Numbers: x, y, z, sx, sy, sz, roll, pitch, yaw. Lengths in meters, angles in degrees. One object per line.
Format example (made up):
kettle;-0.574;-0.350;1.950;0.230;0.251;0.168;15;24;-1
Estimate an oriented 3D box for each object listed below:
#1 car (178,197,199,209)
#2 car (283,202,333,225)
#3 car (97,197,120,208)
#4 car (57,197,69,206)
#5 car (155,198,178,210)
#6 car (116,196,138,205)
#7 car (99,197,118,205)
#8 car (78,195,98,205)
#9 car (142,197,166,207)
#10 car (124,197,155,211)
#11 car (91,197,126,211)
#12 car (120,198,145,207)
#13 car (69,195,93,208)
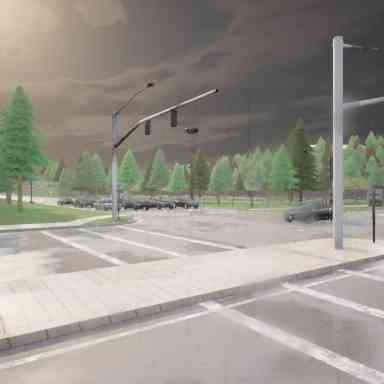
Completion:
car;-0.958;1.505;45.402;1.837;1.490;4.892;0;0;-35
car;8.696;1.505;24.051;4.892;1.490;1.837;0;0;-35
car;-12.520;1.526;49.702;1.812;1.442;4.674;0;0;-35
car;-21.447;1.564;56.376;1.994;1.385;4.181;0;0;-35
car;-4.171;1.564;43.887;1.994;1.385;4.181;0;0;-35
car;-12.047;1.547;61.274;2.033;1.411;5.357;0;0;-34
car;-14.902;1.564;59.237;1.994;1.385;4.181;0;0;-35
car;-18.084;1.352;57.671;2.097;1.767;4.553;0;0;-35
car;-6.048;1.564;52.676;1.994;1.385;4.181;0;0;-35
car;-7.159;1.547;42.050;2.033;1.411;5.357;0;0;-35
car;-10.203;1.601;40.296;1.895;1.301;4.718;0;0;-35
car;-9.193;1.601;51.051;1.895;1.301;4.718;0;0;-35
car;-15.744;1.547;48.199;2.033;1.411;5.357;0;0;-35
